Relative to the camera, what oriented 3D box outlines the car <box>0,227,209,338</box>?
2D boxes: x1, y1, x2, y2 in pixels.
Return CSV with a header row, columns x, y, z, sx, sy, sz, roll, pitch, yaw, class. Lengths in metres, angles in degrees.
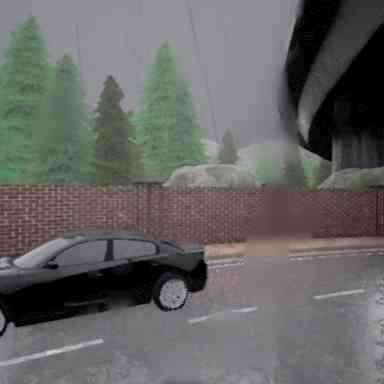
x,y,z,sx,sy,sz,roll,pitch,yaw,class
-2.059,1.481,6.366,5.008,1.535,1.882,0,0,-30,car
